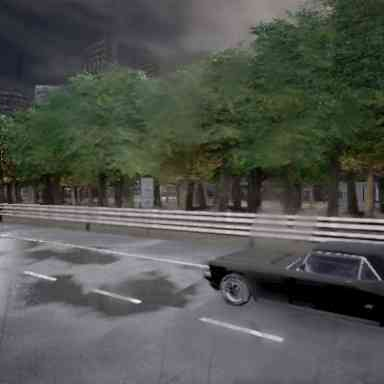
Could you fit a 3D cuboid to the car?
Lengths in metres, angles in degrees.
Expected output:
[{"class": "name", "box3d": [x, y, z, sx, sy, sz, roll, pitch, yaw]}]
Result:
[{"class": "car", "box3d": [2.591, 1.602, 6.322, 4.718, 1.301, 1.895, 0, 0, 36]}]
